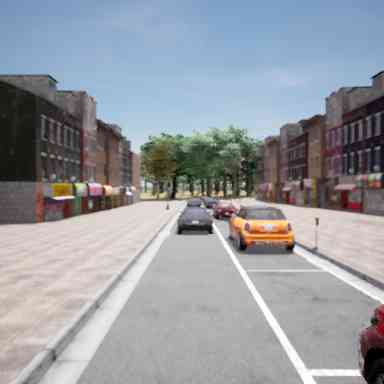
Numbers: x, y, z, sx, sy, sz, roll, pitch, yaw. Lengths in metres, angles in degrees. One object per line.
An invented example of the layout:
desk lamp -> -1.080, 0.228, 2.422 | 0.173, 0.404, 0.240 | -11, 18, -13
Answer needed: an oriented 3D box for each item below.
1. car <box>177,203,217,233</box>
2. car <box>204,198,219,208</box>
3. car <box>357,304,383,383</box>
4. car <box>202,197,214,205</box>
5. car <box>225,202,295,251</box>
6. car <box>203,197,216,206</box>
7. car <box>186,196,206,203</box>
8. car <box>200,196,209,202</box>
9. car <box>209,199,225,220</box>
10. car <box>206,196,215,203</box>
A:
car -> 0.182, 1.560, 19.592 | 1.994, 1.385, 4.181 | 0, 0, 0
car -> 2.844, 1.572, 49.866 | 2.008, 1.369, 4.403 | -1, 0, 0
car -> 2.625, 1.317, 1.208 | 2.192, 1.841, 5.009 | -1, 0, 0
car -> 2.892, 1.592, 60.678 | 2.008, 1.369, 4.403 | -1, 0, 0
car -> 2.809, 1.350, 14.284 | 2.097, 1.767, 4.553 | 0, 0, 0
car -> 2.868, 1.575, 55.272 | 1.887, 1.381, 4.507 | -1, 0, 0
car -> 0.282, 1.502, 42.629 | 2.128, 1.511, 4.902 | 0, 0, 0
car -> 2.964, 1.624, 76.898 | 1.887, 1.381, 4.507 | -1, 0, 0
car -> 2.748, 1.545, 28.240 | 1.887, 1.381, 4.507 | -1, 0, 0
car -> 2.820, 1.580, 44.459 | 1.947, 1.339, 4.313 | -1, 0, 0
